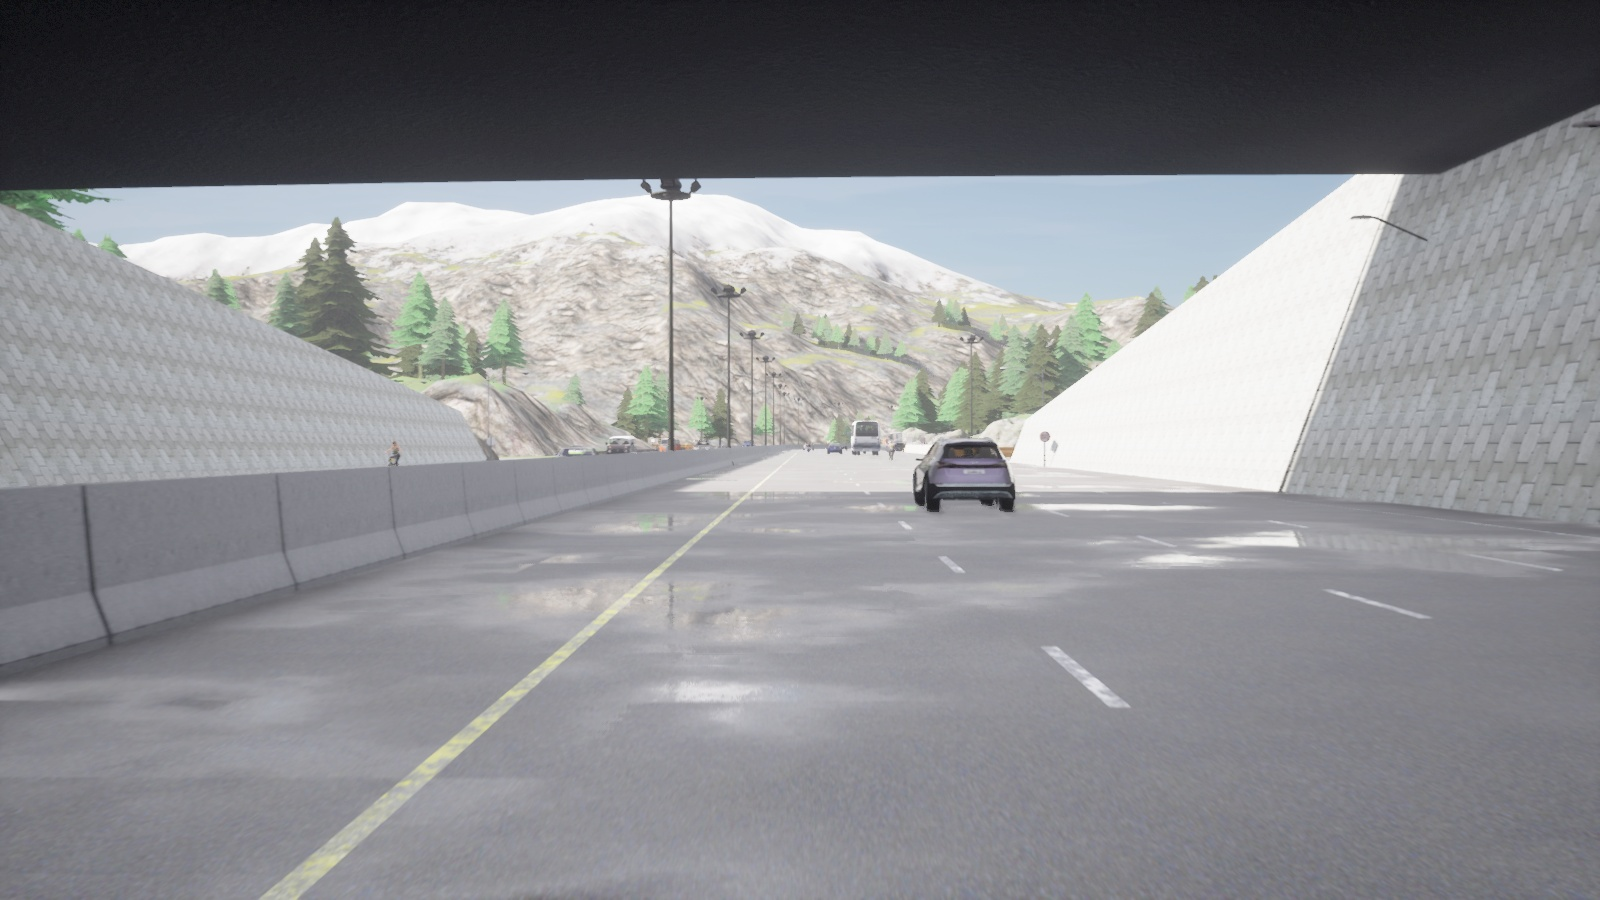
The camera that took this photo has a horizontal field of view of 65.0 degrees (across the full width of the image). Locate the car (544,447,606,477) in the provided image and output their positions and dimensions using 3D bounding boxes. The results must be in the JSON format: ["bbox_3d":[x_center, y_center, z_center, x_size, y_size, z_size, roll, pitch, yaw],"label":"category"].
[{"bbox_3d":[-10.119,0.519,56.764,1.895,1.301,4.718,0,0,0],"label":"car"}]

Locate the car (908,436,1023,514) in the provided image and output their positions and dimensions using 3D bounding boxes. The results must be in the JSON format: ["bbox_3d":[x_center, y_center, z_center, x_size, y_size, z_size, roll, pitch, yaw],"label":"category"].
[{"bbox_3d":[3.692,0.516,28.899,2.033,1.649,4.856,0,0,0],"label":"car"}]

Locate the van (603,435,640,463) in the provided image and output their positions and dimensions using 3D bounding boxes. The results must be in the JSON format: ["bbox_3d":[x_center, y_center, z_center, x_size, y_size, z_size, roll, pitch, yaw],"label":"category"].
[{"bbox_3d":[-13.364,-0.071,94.147,2.069,2.038,4.480,0,0,0],"label":"van"}]
